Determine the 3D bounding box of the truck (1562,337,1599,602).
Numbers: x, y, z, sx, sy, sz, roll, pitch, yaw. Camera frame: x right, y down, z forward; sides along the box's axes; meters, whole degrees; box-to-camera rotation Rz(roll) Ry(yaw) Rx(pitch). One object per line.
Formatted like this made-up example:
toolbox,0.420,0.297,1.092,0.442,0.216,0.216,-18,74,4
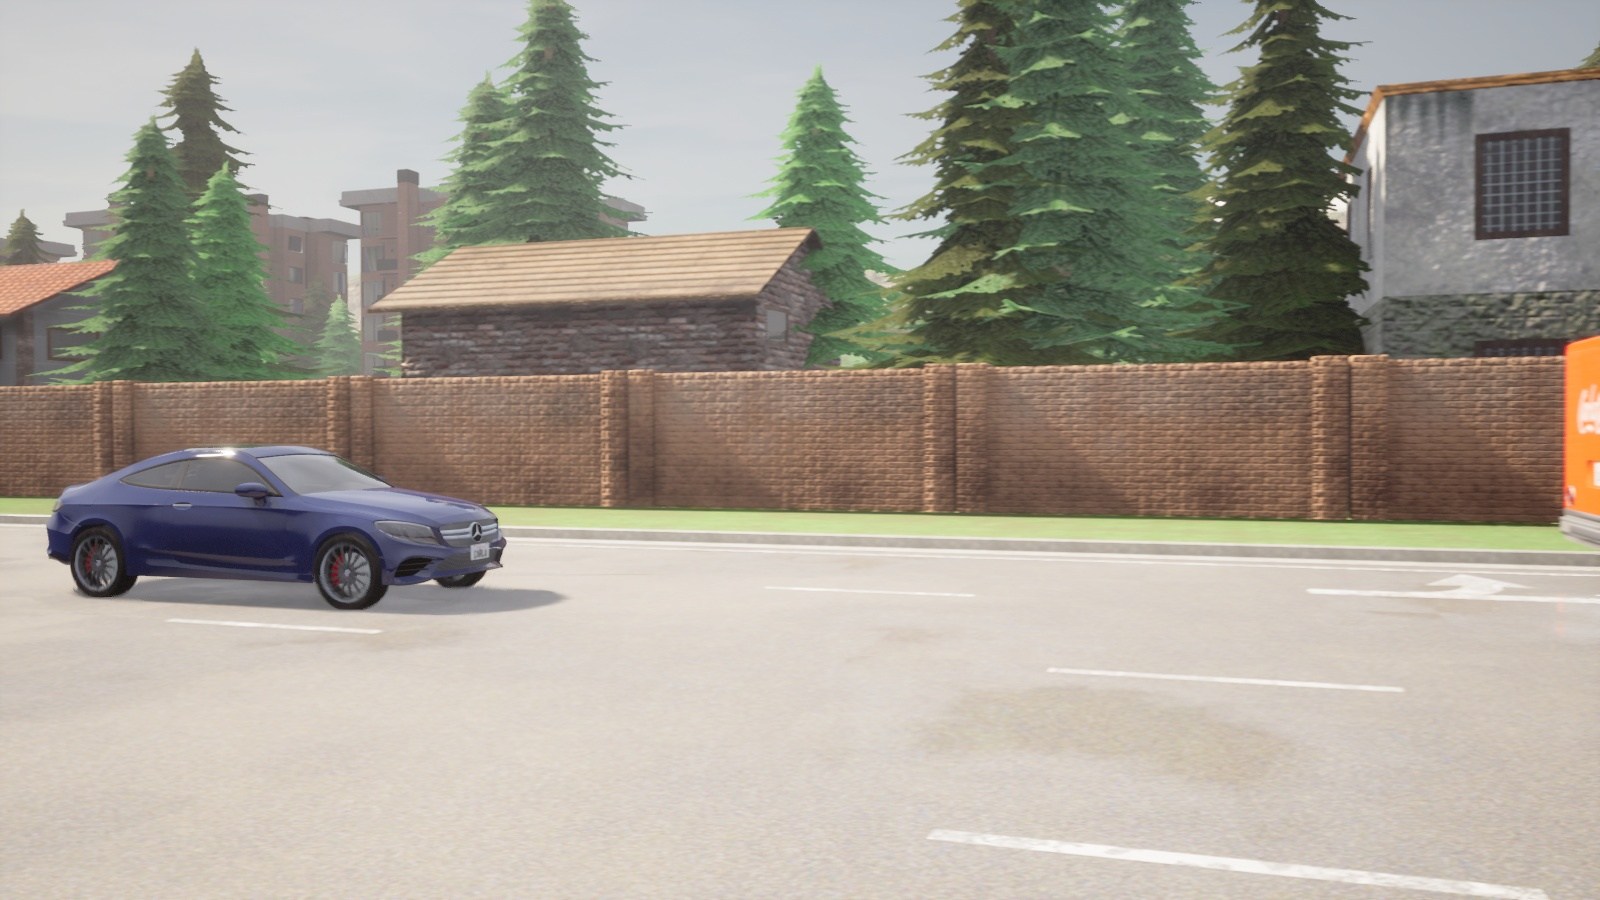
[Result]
truck,9.945,0.202,10.917,5.204,2.467,2.627,1,1,19

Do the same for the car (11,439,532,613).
car,-5.160,0.636,12.314,4.674,1.442,1.812,1,1,19
